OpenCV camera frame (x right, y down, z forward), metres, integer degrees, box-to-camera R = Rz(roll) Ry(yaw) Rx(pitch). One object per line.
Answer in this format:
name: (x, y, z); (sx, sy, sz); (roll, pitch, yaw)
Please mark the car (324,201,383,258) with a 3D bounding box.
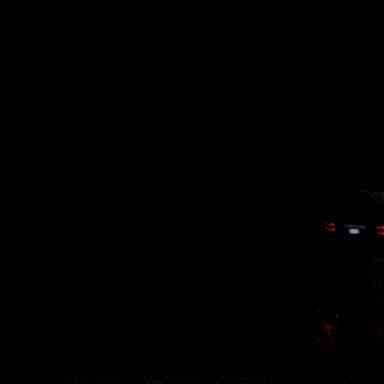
car: (6.729, 1.363, 12.695); (2.150, 2.045, 5.566); (1, 0, 36)
